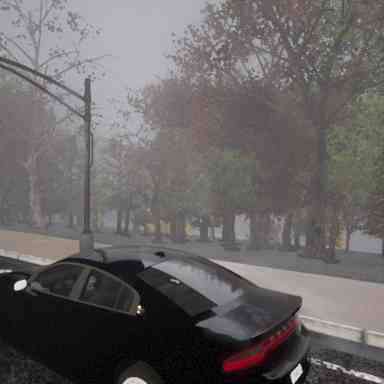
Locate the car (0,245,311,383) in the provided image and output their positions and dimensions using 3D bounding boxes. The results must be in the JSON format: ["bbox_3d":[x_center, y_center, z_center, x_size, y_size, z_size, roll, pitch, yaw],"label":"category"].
[{"bbox_3d":[-1.046,1.477,4.488,5.008,1.535,1.882,0,0,36],"label":"car"}]
